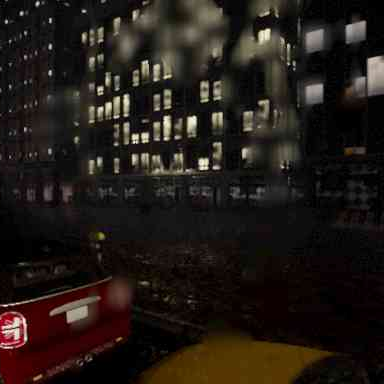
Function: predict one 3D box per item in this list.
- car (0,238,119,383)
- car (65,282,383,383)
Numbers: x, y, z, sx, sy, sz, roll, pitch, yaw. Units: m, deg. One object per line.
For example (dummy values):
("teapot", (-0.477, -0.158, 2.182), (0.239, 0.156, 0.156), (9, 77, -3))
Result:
("car", (-2.889, 1.409, 4.933), (4.097, 1.590, 1.967), (0, 0, 36))
("car", (1.557, 1.528, 1.762), (4.829, 1.417, 1.752), (0, 0, 36))
